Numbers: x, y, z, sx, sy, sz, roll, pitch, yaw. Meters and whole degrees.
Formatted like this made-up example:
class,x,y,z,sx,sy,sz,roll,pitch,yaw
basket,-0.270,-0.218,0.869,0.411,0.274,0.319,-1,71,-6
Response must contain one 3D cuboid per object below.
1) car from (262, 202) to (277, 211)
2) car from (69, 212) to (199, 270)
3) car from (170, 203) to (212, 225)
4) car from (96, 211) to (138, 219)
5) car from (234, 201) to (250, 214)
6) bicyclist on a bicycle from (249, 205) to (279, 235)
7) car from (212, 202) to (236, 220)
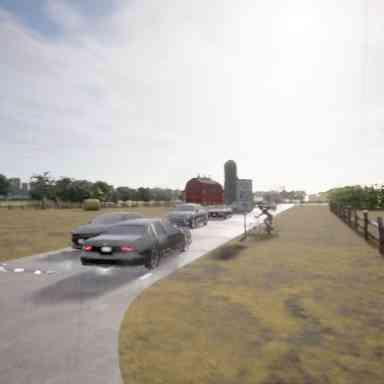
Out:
class,x,y,z,sx,sy,sz,roll,pitch,yaw
car,11.198,2.112,48.201,1.895,1.301,4.718,-2,-1,19
car,-1.573,1.619,11.326,2.033,1.411,5.357,-2,-1,17
car,-0.401,1.648,24.123,2.097,1.767,4.553,-2,-1,19
car,-3.491,1.675,15.309,1.882,1.535,5.008,-2,-1,19
car,5.971,1.854,42.111,2.097,1.767,4.553,-2,-1,20
bicyclist on a bicycle,4.002,1.575,18.607,1.656,1.620,0.582,0,-1,19
car,2.682,1.958,32.862,1.994,1.385,4.181,-2,-1,19
